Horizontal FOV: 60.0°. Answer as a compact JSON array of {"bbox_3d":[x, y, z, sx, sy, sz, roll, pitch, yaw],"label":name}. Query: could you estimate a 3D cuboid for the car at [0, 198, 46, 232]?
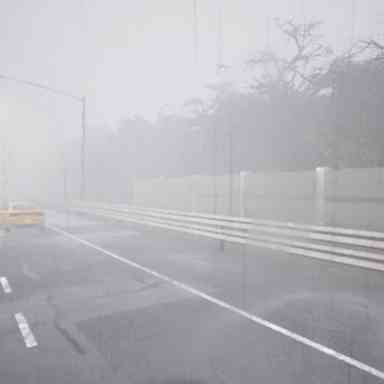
[{"bbox_3d":[-9.775,1.318,19.084,1.882,1.535,5.008,1,0,-34],"label":"car"}]
